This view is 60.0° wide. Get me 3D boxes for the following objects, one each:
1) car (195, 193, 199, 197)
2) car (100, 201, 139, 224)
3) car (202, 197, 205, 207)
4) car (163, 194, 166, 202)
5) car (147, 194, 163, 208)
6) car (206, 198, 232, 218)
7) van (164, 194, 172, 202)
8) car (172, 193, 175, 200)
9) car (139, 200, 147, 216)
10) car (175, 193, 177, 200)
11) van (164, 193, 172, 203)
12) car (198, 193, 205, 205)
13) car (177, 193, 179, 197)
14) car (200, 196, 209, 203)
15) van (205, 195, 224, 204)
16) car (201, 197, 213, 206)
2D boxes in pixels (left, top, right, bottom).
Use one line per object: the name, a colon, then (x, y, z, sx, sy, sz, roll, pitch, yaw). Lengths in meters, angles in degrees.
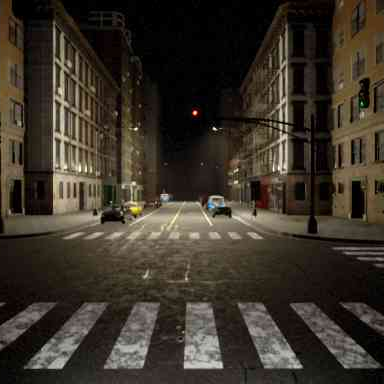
car: (2.439, 1.530, 83.910, 1.887, 1.381, 4.507, 0, 0, 0)
car: (-5.452, 1.546, 24.420, 2.008, 1.369, 4.403, 0, 0, 0)
car: (2.538, 1.574, 40.660, 1.802, 1.307, 4.206, 0, 0, 0)
car: (-5.546, 1.515, 51.280, 1.752, 1.417, 4.829, 0, 0, 0)
car: (-5.528, 1.431, 46.045, 1.967, 1.590, 4.097, 0, 0, 0)
car: (2.563, 1.545, 29.847, 2.008, 1.369, 4.403, 0, 0, 0)
van: (-5.641, 1.327, 78.481, 1.690, 1.788, 3.998, 0, 0, 0)
car: (-5.622, 1.302, 73.075, 2.192, 1.841, 5.009, 0, 0, 0)
car: (-5.471, 1.519, 29.656, 1.752, 1.417, 4.829, 0, 0, 0)
car: (-5.678, 1.535, 89.294, 2.008, 1.369, 4.403, 0, 0, 0)
van: (-5.603, 1.329, 67.668, 1.690, 1.788, 3.998, 0, 0, 0)
car: (2.513, 1.305, 51.472, 2.192, 1.841, 5.009, 0, 0, 0)
car: (-5.697, 1.298, 94.700, 2.192, 1.841, 5.009, 0, 0, 0)
car: (2.476, 1.513, 67.860, 1.752, 1.417, 4.829, 0, 0, 0)
van: (2.551, 1.334, 35.254, 1.690, 1.788, 3.998, 0, 0, 0)
car: (2.501, 1.555, 56.879, 1.947, 1.339, 4.313, 0, 0, 0)
